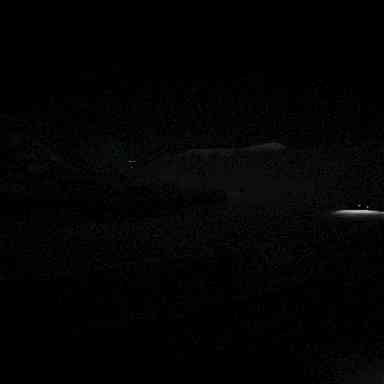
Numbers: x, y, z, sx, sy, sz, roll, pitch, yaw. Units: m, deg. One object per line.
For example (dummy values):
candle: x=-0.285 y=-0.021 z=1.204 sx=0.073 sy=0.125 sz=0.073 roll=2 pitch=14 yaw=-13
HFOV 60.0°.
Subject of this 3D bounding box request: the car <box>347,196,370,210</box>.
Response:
car: x=17.246 y=1.128 z=34.621 sx=1.994 sy=1.385 sz=4.181 roll=-1 pitch=0 yaw=22
